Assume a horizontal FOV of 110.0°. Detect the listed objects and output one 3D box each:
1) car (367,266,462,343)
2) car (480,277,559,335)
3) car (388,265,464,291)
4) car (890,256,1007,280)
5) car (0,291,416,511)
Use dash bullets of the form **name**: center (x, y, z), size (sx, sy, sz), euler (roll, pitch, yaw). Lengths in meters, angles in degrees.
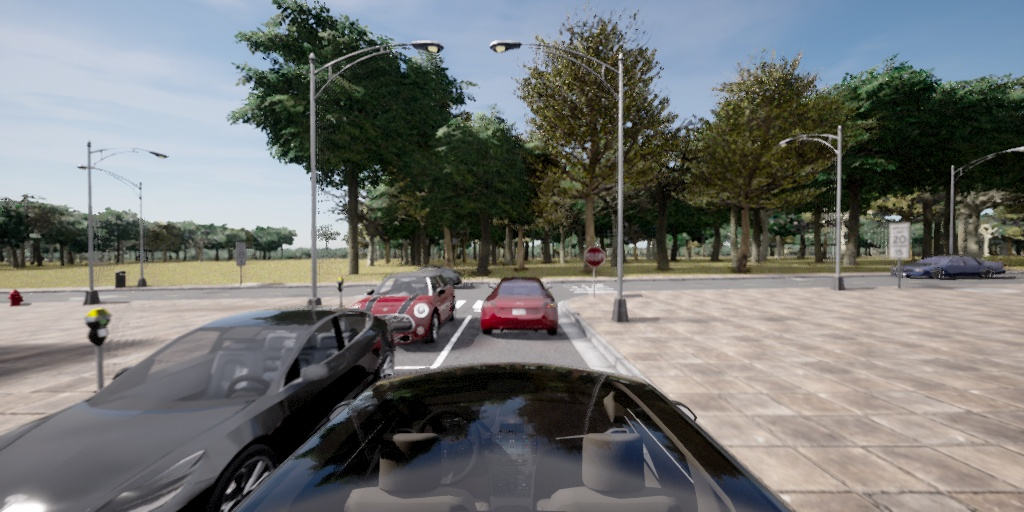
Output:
- **car**: center (-2.636, 1.167, 9.320), size (1.967, 1.591, 4.097), euler (0, 0, 0)
- **car**: center (0.258, 1.288, 10.478), size (1.994, 1.385, 4.181), euler (0, 0, 3)
- **car**: center (-5.177, 1.307, 22.088), size (4.181, 1.385, 1.994), euler (-1, 1, 0)
- **car**: center (26.749, 0.695, 22.057), size (5.357, 1.411, 2.033), euler (-1, 1, 0)
- **car**: center (-2.638, 1.309, 3.885), size (1.948, 1.339, 4.313), euler (0, 0, 0)
